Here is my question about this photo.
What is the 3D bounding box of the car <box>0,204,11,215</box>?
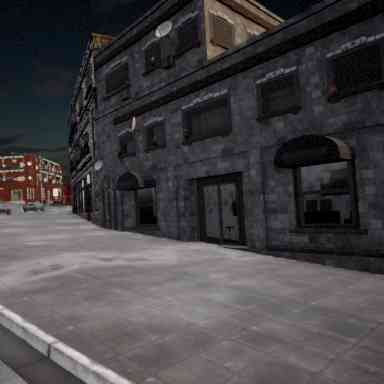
[{"bbox_3d":[-23.131,2.075,39.209,1.812,1.442,4.674,-3,-1,-5],"label":"car"}]

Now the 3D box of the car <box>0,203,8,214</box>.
[{"bbox_3d":[-27.240,2.355,45.363,1.837,1.490,4.892,-3,-1,-4],"label":"car"}]

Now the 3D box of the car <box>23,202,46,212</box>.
[{"bbox_3d":[-24.098,2.254,51.045,2.128,1.511,4.902,-3,-1,-3],"label":"car"}]
